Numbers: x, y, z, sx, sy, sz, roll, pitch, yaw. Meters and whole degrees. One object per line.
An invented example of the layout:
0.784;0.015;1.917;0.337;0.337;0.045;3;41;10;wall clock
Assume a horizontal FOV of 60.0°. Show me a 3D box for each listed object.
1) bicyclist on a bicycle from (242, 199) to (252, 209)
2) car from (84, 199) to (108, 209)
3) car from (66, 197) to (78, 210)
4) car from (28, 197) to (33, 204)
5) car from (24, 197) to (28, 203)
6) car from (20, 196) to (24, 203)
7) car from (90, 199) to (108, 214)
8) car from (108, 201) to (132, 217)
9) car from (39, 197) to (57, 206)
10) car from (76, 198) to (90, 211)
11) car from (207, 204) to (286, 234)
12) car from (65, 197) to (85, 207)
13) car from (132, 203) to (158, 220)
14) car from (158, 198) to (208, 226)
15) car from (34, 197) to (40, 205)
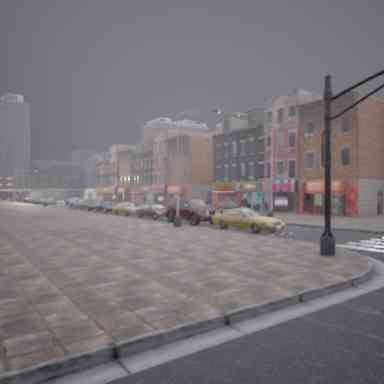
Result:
4.508;1.373;27.529;1.656;1.620;0.582;0;0;-36;bicyclist on a bicycle
-14.096;1.742;48.537;1.895;1.301;4.718;0;0;-36;car
-15.901;1.684;46.357;2.008;1.369;4.403;0;0;-36;car
-31.759;1.774;68.530;1.947;1.339;4.313;0;0;-36;car
-34.931;1.805;72.964;1.802;1.307;4.206;0;0;-36;car
-38.103;1.804;77.399;1.947;1.339;4.313;0;0;-36;car
-9.557;1.669;37.487;1.947;1.339;4.313;0;0;-36;car
-6.287;1.613;32.915;1.752;1.417;4.829;0;0;-36;car
-25.416;1.729;59.661;2.008;1.369;4.403;0;0;-36;car
-12.729;1.684;41.922;1.947;1.339;4.313;0;0;-36;car
3.229;1.571;19.611;1.752;1.417;4.829;0;0;-36;car
-20.091;1.647;56.917;1.882;1.535;5.008;0;0;-36;car
-3.214;1.656;28.618;1.802;1.307;4.206;0;0;-36;car
-0.042;1.375;24.184;2.192;1.841;5.009;0;0;-36;car
-28.489;1.718;63.957;1.752;1.417;4.829;0;0;-36;car
